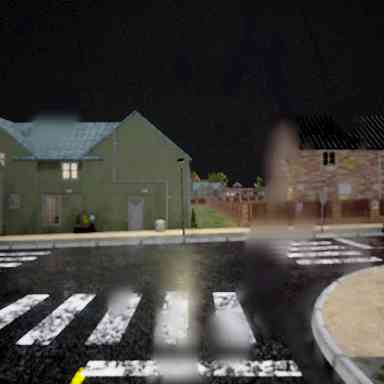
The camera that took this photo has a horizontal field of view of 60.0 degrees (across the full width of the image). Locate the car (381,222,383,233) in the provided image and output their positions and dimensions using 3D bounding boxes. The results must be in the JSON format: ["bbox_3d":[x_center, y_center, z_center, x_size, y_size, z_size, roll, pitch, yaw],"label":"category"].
[{"bbox_3d":[10.723,1.197,13.482,5.357,1.411,2.033,-2,-1,-1],"label":"car"}]
